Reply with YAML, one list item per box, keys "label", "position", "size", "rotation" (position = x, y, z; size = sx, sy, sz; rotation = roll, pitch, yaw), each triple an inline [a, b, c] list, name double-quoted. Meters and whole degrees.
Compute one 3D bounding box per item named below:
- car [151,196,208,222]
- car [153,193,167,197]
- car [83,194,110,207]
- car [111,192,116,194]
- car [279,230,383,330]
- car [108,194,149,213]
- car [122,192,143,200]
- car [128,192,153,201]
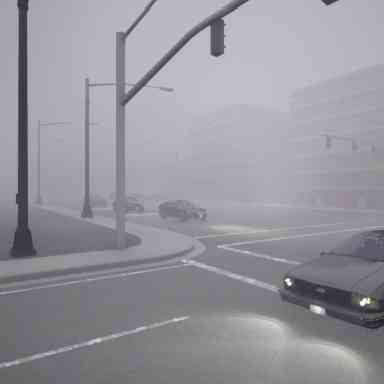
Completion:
- label: "car"
  position: [-0.765, 1.358, 25.018]
  size: [2.128, 1.511, 4.902]
  rotation: [0, 1, -34]
- label: "car"
  position: [-6.026, 0.858, 57.734]
  size: [2.128, 1.511, 4.902]
  rotation: [0, 1, -34]
- label: "car"
  position: [-12.277, 1.013, 41.901]
  size: [1.882, 1.535, 5.008]
  rotation: [0, 1, -34]
- label: "car"
  position: [-14.795, 0.708, 64.371]
  size: [1.837, 1.490, 4.892]
  rotation: [0, 1, -34]
- label: "car"
  position: [4.232, 1.550, 7.002]
  size: [5.357, 1.411, 2.033]
  rotation: [0, 0, -35]
- label: "car"
  position: [-6.487, 1.242, 33.404]
  size: [1.812, 1.442, 4.674]
  rotation: [0, 1, -34]
- label: "car"
  position: [-11.904, 0.750, 66.344]
  size: [2.033, 1.411, 5.357]
  rotation: [0, 1, -34]
- label: "car"
  position: [-8.916, 0.844, 55.760]
  size: [1.882, 1.535, 5.008]
  rotation: [0, 1, -34]
